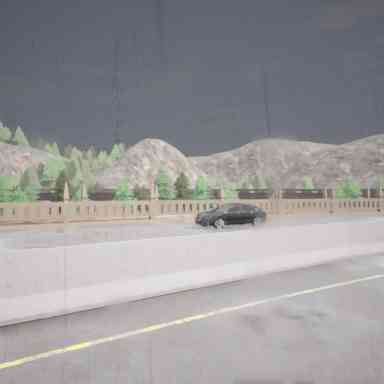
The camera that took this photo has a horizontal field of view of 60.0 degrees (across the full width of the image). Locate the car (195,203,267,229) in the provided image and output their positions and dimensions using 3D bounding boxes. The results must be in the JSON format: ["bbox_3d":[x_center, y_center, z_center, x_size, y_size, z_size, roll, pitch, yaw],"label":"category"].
[{"bbox_3d":[2.551,1.505,21.363,4.892,1.490,1.837,0,0,-27],"label":"car"}]
